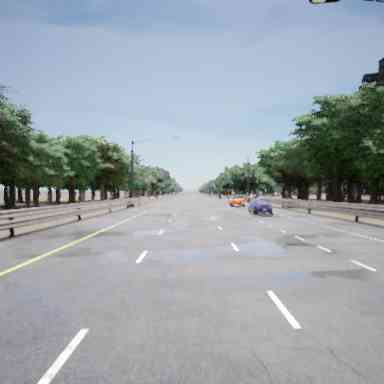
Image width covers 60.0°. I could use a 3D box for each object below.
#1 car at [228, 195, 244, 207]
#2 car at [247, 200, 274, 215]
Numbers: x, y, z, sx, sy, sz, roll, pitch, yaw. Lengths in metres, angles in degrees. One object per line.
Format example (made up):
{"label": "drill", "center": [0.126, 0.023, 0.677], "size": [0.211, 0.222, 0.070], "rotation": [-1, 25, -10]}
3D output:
{"label": "car", "center": [7.035, 1.391, 53.401], "size": [2.097, 1.767, 4.553], "rotation": [0, 0, 0]}
{"label": "car", "center": [7.019, 1.560, 34.338], "size": [1.812, 1.442, 4.674], "rotation": [0, 0, 0]}
